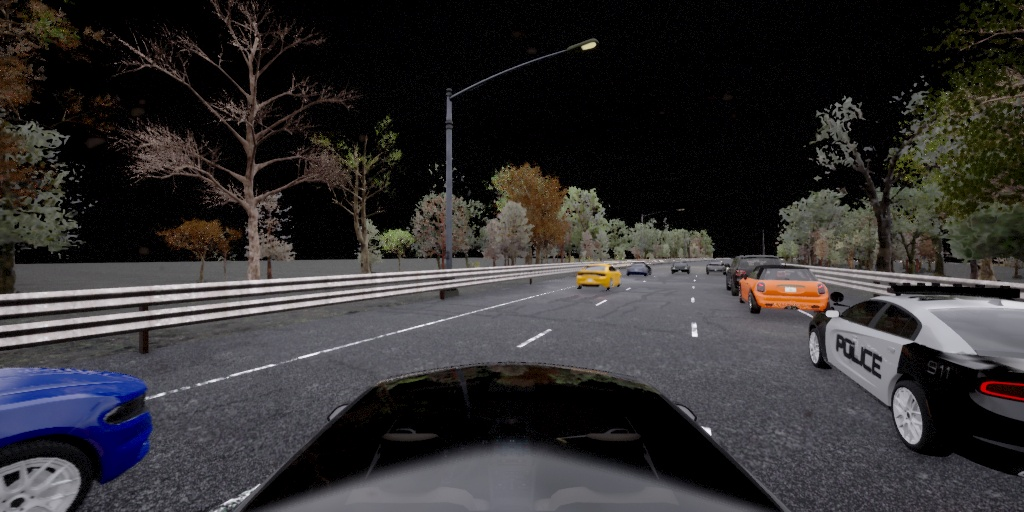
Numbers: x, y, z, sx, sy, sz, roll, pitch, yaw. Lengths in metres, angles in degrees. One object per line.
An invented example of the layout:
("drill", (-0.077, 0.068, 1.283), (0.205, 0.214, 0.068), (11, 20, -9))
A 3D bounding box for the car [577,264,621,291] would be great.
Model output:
("car", (5.496, 1.231, 22.263), (1.882, 1.535, 5.008), (0, 0, 27))

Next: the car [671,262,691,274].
("car", (19.259, 1.370, 40.818), (1.895, 1.301, 4.718), (0, 0, 28))

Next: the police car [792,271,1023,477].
("police car", (5.599, 1.175, 4.688), (1.930, 1.638, 5.238), (0, 0, 26))

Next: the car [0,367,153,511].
("car", (-4.813, 1.228, 1.330), (1.882, 1.535, 5.008), (0, 0, 25))

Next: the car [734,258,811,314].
("car", (9.906, 1.102, 13.419), (2.097, 1.767, 4.553), (0, 0, 27))

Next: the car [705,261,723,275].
("car", (22.372, 1.262, 39.341), (2.128, 1.511, 4.902), (0, 0, 29))

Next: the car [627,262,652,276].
("car", (13.053, 1.327, 36.668), (1.994, 1.385, 4.181), (0, 0, 28))

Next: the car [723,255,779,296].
("car", (12.609, 0.978, 18.758), (2.150, 2.045, 5.566), (0, 0, 27))
